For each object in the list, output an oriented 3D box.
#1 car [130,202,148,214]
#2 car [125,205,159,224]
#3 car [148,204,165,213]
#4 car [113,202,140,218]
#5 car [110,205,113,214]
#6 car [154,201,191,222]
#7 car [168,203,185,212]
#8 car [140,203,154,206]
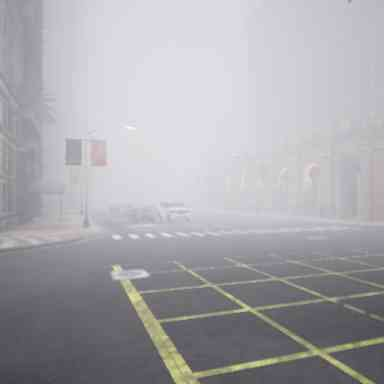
[{"bbox_3d":[-8.497,2.488,53.184,2.097,1.767,4.553,0,-1,-18],"label":"car"},{"bbox_3d":[-4.819,2.243,31.723,1.994,1.385,4.181,0,-1,-20],"label":"car"},{"bbox_3d":[-6.054,2.807,57.046,1.895,1.301,4.718,0,-1,-19],"label":"car"},{"bbox_3d":[-8.208,2.244,41.422,2.097,1.767,4.553,0,-1,-19],"label":"car"},{"bbox_3d":[-11.560,2.587,51.286,1.882,1.535,5.008,0,-1,-18],"label":"car"},{"bbox_3d":[-1.904,1.935,33.966,2.150,2.045,5.566,0,-1,-21],"label":"car"},{"bbox_3d":[-2.733,2.741,58.153,1.812,1.442,4.674,0,-1,-19],"label":"car"},{"bbox_3d":[-5.205,2.414,43.461,2.128,1.511,4.902,0,-1,-19],"label":"car"}]
